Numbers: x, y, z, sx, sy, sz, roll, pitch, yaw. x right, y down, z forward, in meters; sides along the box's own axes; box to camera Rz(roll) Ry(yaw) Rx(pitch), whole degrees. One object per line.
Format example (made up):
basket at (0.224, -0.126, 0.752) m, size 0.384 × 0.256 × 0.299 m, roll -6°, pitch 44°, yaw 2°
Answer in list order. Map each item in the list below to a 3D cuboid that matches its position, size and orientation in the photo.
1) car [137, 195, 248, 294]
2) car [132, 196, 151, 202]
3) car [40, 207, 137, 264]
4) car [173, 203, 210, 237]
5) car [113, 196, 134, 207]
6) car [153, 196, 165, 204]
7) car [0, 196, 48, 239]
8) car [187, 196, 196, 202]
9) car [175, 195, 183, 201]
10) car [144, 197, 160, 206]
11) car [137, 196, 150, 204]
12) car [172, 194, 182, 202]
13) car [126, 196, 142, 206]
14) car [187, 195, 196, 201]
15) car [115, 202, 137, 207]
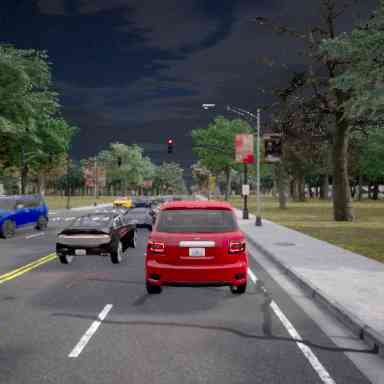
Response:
car at (0.091, 1.223, 8.943) m, size 2.150 × 2.045 × 5.566 m, roll 0°, pitch 0°, yaw 0°
car at (-6.654, 1.623, 46.030) m, size 1.895 × 1.301 × 4.718 m, roll 0°, pitch 0°, yaw 0°
car at (-3.162, 1.494, 11.855) m, size 2.128 × 1.511 × 4.902 m, roll 0°, pitch 0°, yaw 0°
car at (-0.022, 1.483, 19.260) m, size 1.882 × 1.535 × 5.008 m, roll 0°, pitch 0°, yaw 0°
car at (-9.895, 1.501, 47.473) m, size 1.882 × 1.535 × 5.008 m, roll 0°, pitch 0°, yaw 0°
car at (-6.602, 1.593, 67.221) m, size 2.033 × 1.411 × 5.357 m, roll 0°, pitch 0°, yaw 0°
car at (-9.678, 1.227, 17.595) m, size 2.150 × 2.045 × 5.566 m, roll 0°, pitch 0°, yaw 2°
car at (-0.094, 1.598, 76.360) m, size 2.033 × 1.411 × 5.357 m, roll 0°, pitch 0°, yaw 0°
car at (-3.357, 1.550, 86.801) m, size 1.895 × 1.301 × 4.718 m, roll 0°, pitch 0°, yaw 0°
car at (-6.656, 1.578, 55.637) m, size 2.033 × 1.411 × 5.357 m, roll 0°, pitch 0°, yaw 0°
car at (-9.844, 1.551, 67.761) m, size 1.837 × 1.490 × 4.892 m, roll 0°, pitch 0°, yaw 0°
car at (-3.345, 1.414, 76.742) m, size 2.097 × 1.767 × 4.553 m, roll 0°, pitch 0°, yaw 0°
car at (-9.902, 1.537, 56.772) m, size 1.837 × 1.490 × 4.892 m, roll 0°, pitch 0°, yaw 0°
car at (-0.107, 1.480, 86.775) m, size 2.128 × 1.511 × 4.902 m, roll 0°, pitch 0°, yaw 0°
car at (-3.175, 1.570, 20.519) m, size 1.994 × 1.385 × 4.181 m, roll 0°, pitch 0°, yaw 0°
